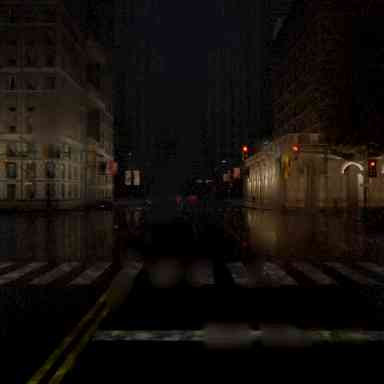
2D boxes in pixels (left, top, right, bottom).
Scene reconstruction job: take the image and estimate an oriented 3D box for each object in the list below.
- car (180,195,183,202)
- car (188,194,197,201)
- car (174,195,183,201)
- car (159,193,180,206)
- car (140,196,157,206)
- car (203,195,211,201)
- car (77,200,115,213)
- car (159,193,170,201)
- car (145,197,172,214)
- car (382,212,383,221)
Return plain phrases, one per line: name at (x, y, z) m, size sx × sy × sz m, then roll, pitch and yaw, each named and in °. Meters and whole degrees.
car at (-3.473, 1.354, 69.324) m, size 2.097 × 1.767 × 4.553 m, roll 0°, pitch 0°, yaw 1°
car at (0.117, 1.279, 78.577) m, size 2.097 × 1.767 × 4.553 m, roll 0°, pitch 0°, yaw 1°
car at (-3.334, 1.519, 83.727) m, size 2.033 × 1.411 × 5.357 m, roll 0°, pitch 0°, yaw 1°
car at (-3.649, 1.224, 54.714) m, size 2.150 × 2.045 × 5.566 m, roll 0°, pitch 0°, yaw 0°
car at (-7.133, 1.505, 53.041) m, size 1.837 × 1.490 × 4.892 m, roll 0°, pitch 0°, yaw 0°
car at (3.617, 1.464, 78.575) m, size 2.033 × 1.411 × 5.357 m, roll 0°, pitch 0°, yaw 1°
car at (-10.545, 1.564, 36.766) m, size 1.994 × 1.385 × 4.181 m, roll 0°, pitch 0°, yaw 39°
car at (-6.847, 1.214, 82.392) m, size 2.150 × 2.045 × 5.566 m, roll 0°, pitch 0°, yaw 1°
car at (-3.507, 1.547, 35.955) m, size 2.033 × 1.411 × 5.357 m, roll 0°, pitch 0°, yaw -2°
car at (14.806, 1.505, 21.168) m, size 4.892 × 1.490 × 1.837 m, roll 0°, pitch 1°, yaw 3°
